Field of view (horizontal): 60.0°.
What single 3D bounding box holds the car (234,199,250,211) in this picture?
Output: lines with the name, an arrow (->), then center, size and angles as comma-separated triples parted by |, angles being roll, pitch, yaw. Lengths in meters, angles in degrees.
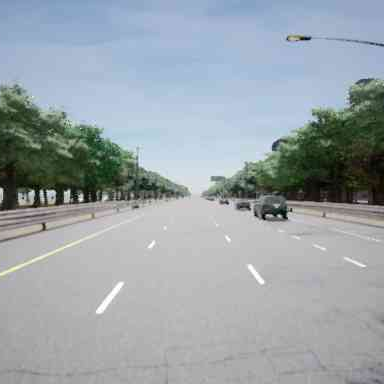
car -> 7.116, 1.835, 47.320 | 1.837, 1.490, 4.892 | 0, -1, 0

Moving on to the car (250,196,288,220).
car -> 7.046, 1.366, 30.239 | 2.150, 2.045, 5.566 | 0, 0, 0

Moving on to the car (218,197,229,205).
car -> 7.320, 2.065, 77.682 | 2.097, 1.767, 4.553 | 0, -1, 1
